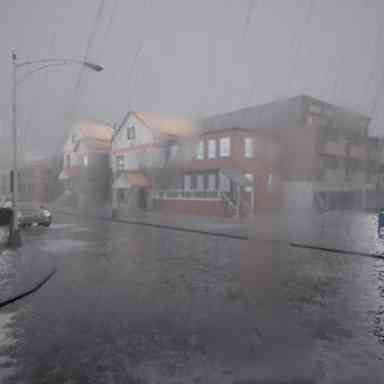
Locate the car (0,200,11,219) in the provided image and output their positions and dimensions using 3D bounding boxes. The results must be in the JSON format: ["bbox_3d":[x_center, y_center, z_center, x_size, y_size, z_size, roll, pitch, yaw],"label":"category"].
[{"bbox_3d":[-16.792,1.414,27.986,1.812,1.442,4.674,0,0,-41],"label":"car"}]

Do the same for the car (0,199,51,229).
[{"bbox_3d":[-10.458,1.269,20.715,2.097,1.767,4.553,0,0,-41],"label":"car"}]
